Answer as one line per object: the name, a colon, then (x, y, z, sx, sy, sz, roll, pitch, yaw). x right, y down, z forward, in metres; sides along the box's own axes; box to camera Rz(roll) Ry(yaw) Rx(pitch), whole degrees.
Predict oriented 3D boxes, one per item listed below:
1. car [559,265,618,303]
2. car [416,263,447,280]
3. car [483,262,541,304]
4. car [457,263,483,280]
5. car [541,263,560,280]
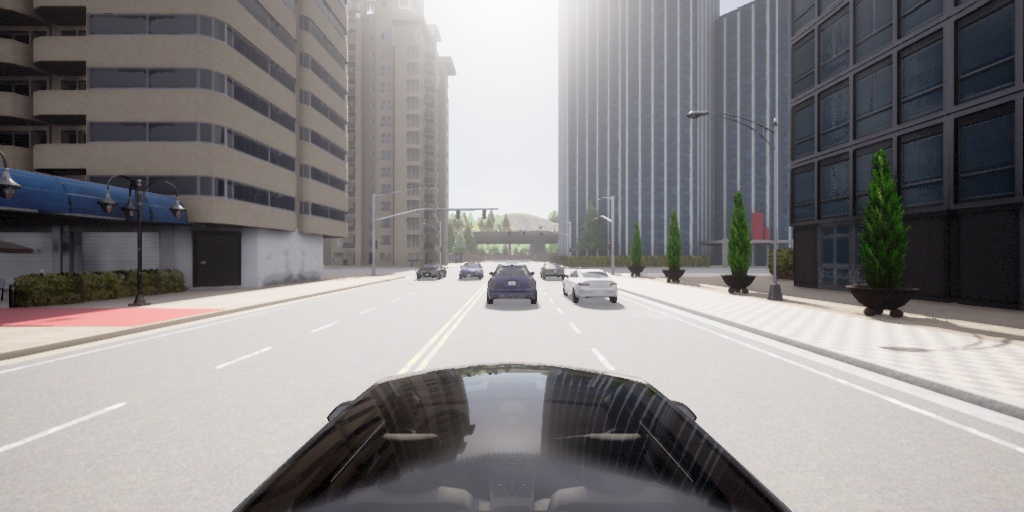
car: (3.500, 1.282, 16.500, 1.812, 1.442, 4.674, 0, 0, 0)
car: (-7.000, 1.349, 31.547, 1.994, 1.385, 4.181, 0, 0, 0)
car: (0.000, 1.115, 16.470, 2.097, 1.767, 4.553, 0, 0, 0)
car: (-3.500, 1.309, 31.547, 1.812, 1.442, 4.674, 0, 0, 0)
car: (3.500, 1.312, 31.500, 2.033, 1.411, 5.357, 0, 0, 0)
